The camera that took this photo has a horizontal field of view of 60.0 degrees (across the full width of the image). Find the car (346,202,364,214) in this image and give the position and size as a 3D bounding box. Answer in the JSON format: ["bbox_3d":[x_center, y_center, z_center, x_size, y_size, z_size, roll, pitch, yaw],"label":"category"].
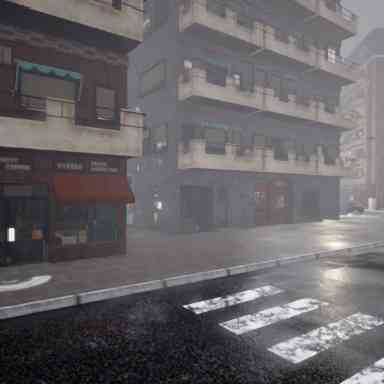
[{"bbox_3d":[18.050,1.789,38.328,1.895,1.301,4.718,0,0,5],"label":"car"}]
